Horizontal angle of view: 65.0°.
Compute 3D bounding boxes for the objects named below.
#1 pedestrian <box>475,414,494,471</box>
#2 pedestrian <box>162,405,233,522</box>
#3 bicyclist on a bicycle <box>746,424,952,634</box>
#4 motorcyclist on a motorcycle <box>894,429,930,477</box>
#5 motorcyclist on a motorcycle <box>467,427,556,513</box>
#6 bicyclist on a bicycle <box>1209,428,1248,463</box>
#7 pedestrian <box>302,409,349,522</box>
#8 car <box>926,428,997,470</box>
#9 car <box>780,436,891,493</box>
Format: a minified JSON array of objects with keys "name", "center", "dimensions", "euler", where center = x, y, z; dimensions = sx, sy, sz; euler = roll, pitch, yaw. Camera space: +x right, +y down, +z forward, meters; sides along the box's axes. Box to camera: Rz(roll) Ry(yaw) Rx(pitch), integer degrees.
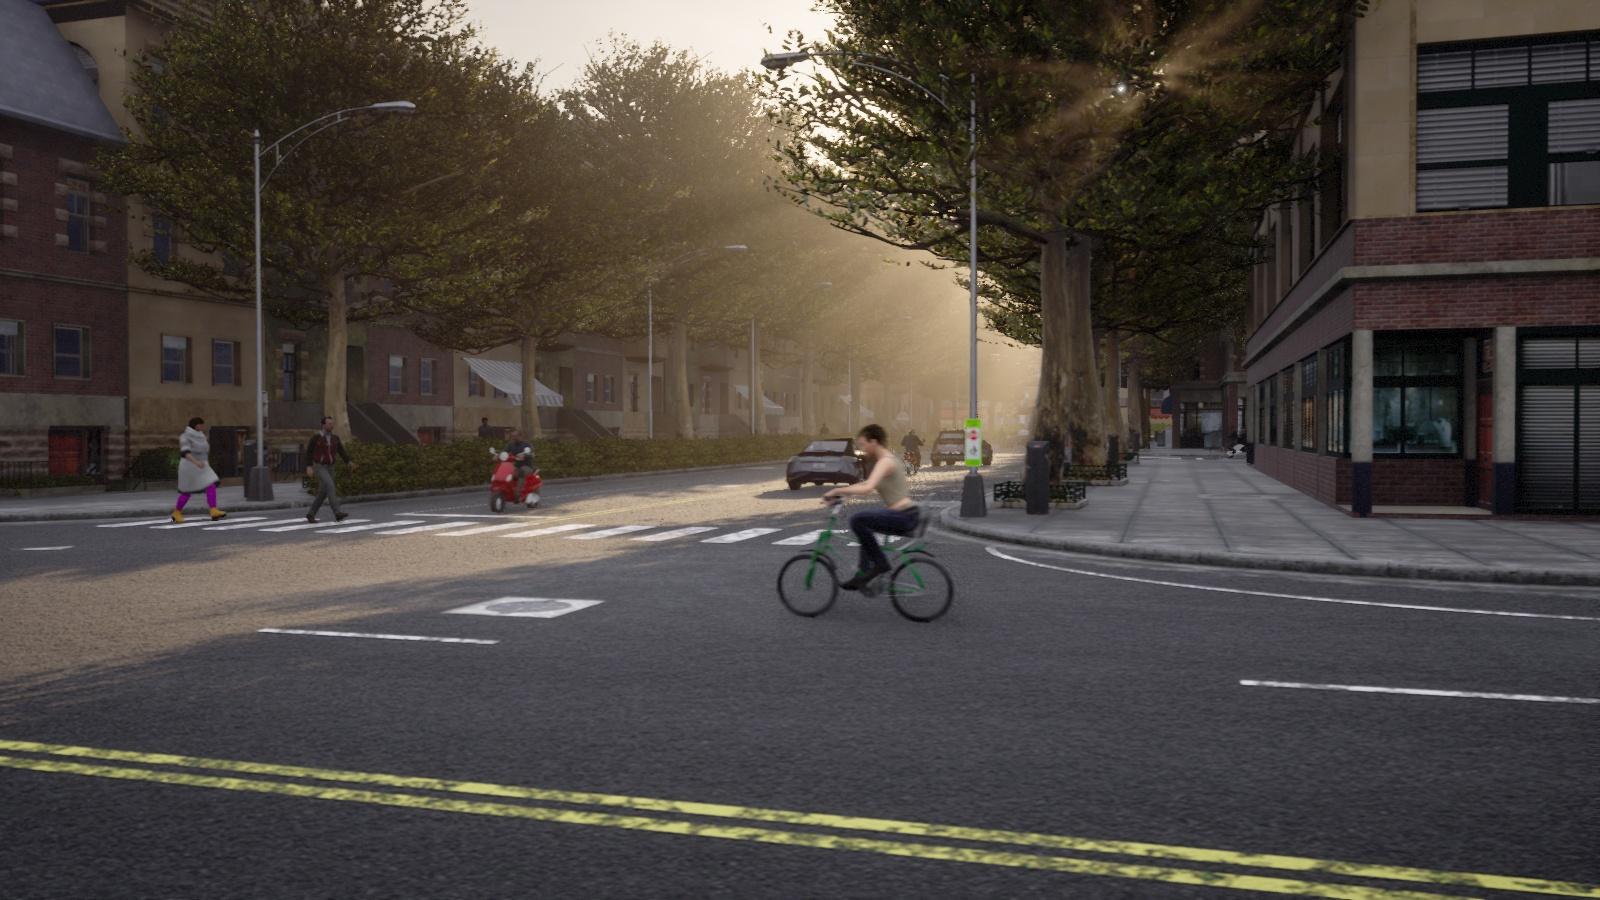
[{"name":"pedestrian","center":[-10.190,-0.243,40.582],"dimensions":[0.353,1.847,0.614],"euler":[0,1,10]},{"name":"pedestrian","center":[-10.297,0.222,21.471],"dimensions":[0.873,1.952,0.659],"euler":[1,1,19]},{"name":"bicyclist on a bicycle","center":[0.417,0.595,10.289],"dimensions":[1.509,1.612,0.866],"euler":[1,1,17]},{"name":"motorcyclist on a motorcycle","center":[3.863,0.087,43.273],"dimensions":[0.866,1.590,1.817],"euler":[1,1,17]},{"name":"motorcyclist on a motorcycle","center":[-5.518,0.350,24.144],"dimensions":[0.866,1.590,1.817],"euler":[1,1,17]},{"name":"bicyclist on a bicycle","center":[22.068,-0.250,64.765],"dimensions":[1.843,1.776,0.659],"euler":[1,1,15]},{"name":"pedestrian","center":[-7.923,0.243,20.976],"dimensions":[0.720,1.854,0.376],"euler":[1,1,31]},{"name":"car","center":[6.856,-0.081,53.015],"dimensions":[2.033,1.649,4.856],"euler":[1,1,19]},{"name":"car","center":[1.025,0.339,33.765],"dimensions":[1.994,1.385,4.181],"euler":[1,1,16]}]
